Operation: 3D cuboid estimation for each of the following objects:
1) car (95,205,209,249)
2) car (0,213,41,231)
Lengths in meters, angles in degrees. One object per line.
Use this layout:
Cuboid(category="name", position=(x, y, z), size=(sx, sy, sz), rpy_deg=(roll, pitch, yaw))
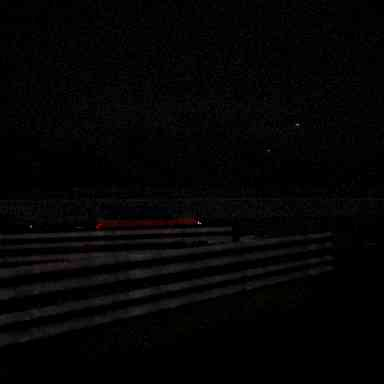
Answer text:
Cuboid(category="car", position=(-1.644, 1.324, 13.422), size=(4.553, 1.767, 2.097), rpy_deg=(0, 0, -16))
Cuboid(category="car", position=(-9.065, 1.555, 14.905), size=(4.181, 1.385, 1.994), rpy_deg=(0, 0, -16))
